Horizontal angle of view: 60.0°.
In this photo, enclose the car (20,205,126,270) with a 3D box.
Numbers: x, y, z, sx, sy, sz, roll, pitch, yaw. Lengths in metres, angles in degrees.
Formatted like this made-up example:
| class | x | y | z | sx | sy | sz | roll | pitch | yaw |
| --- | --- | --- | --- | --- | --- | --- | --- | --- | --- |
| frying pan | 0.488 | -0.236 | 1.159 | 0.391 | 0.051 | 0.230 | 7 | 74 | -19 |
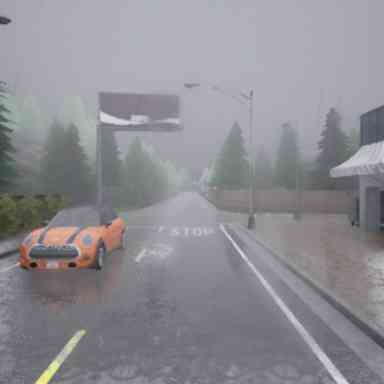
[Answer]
| class | x | y | z | sx | sy | sz | roll | pitch | yaw |
| --- | --- | --- | --- | --- | --- | --- | --- | --- | --- |
| car | -3.563 | 1.274 | 10.768 | 2.097 | 1.767 | 4.553 | 0 | 0 | 0 |
